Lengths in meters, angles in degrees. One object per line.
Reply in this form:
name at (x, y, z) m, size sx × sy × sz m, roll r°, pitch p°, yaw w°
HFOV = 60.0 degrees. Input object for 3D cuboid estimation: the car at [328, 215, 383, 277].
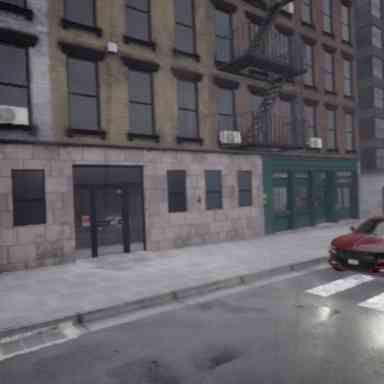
car at (5.892, 1.394, 9.571) m, size 5.008 × 1.535 × 1.882 m, roll -1°, pitch -1°, yaw -37°
